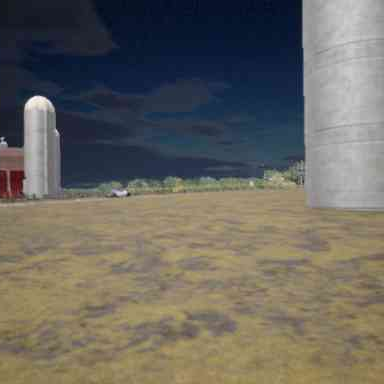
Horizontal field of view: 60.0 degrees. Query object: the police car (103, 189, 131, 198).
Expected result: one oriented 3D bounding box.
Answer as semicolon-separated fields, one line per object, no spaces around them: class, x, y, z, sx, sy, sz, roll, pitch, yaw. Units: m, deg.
police car;-12.810;0.277;56.698;2.038;1.542;4.974;-1;1;36
